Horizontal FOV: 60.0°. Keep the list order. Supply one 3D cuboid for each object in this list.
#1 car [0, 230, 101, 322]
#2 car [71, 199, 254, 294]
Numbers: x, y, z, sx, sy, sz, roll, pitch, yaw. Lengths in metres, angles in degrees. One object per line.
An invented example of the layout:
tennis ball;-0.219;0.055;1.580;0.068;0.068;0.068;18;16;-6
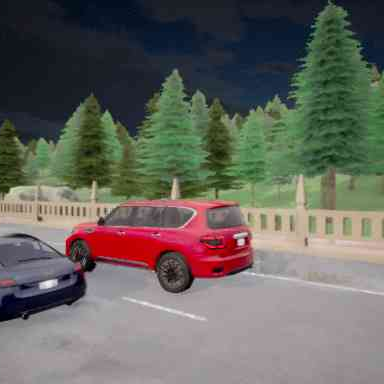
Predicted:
car;-4.118;1.564;6.926;4.181;1.385;1.994;0;0;35
car;-1.076;1.222;9.055;5.566;2.045;2.150;0;0;35
